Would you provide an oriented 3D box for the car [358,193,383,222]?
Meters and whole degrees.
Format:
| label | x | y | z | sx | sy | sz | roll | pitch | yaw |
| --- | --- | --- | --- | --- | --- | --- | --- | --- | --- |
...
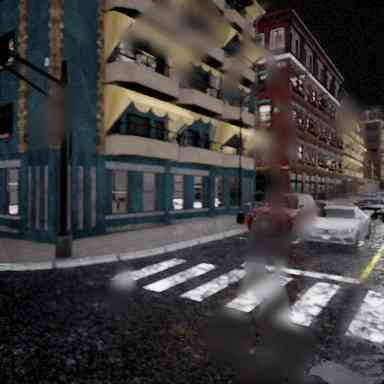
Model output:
| label | x | y | z | sx | sy | sz | roll | pitch | yaw |
| --- | --- | --- | --- | --- | --- | --- | --- | --- | --- |
| car | 11.933 | 1.089 | 21.958 | 2.128 | 1.511 | 4.902 | 1 | 1 | 35 |

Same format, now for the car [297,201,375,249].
| label | x | y | z | sx | sy | sz | roll | pitch | yaw |
| --- | --- | --- | --- | --- | --- | --- | --- | --- | --- |
| car | 6.002 | 1.273 | 13.522 | 1.812 | 1.442 | 4.674 | 1 | 1 | 35 |

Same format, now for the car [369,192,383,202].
| label | x | y | z | sx | sy | sz | roll | pitch | yaw |
| --- | --- | --- | --- | --- | --- | --- | --- | --- | --- |
| car | 26.844 | 0.712 | 47.679 | 1.947 | 1.339 | 4.313 | 2 | 2 | 35 |

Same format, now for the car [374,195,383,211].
| label | x | y | z | sx | sy | sz | roll | pitch | yaw |
| --- | --- | --- | --- | --- | --- | --- | --- | --- | --- |
| car | 18.673 | 1.029 | 31.537 | 1.895 | 1.301 | 4.718 | 1 | 1 | 35 |

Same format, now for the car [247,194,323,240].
| label | x | y | z | sx | sy | sz | roll | pitch | yaw |
| --- | --- | --- | --- | --- | --- | --- | --- | --- | --- |
| car | 4.433 | 1.025 | 15.765 | 2.192 | 1.841 | 5.009 | 2 | 2 | 35 |

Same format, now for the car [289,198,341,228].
| label | x | y | z | sx | sy | sz | roll | pitch | yaw |
| --- | --- | --- | --- | --- | --- | --- | --- | --- | --- |
| car | 7.633 | 1.174 | 20.329 | 1.887 | 1.381 | 4.507 | 2 | 2 | 35 |
